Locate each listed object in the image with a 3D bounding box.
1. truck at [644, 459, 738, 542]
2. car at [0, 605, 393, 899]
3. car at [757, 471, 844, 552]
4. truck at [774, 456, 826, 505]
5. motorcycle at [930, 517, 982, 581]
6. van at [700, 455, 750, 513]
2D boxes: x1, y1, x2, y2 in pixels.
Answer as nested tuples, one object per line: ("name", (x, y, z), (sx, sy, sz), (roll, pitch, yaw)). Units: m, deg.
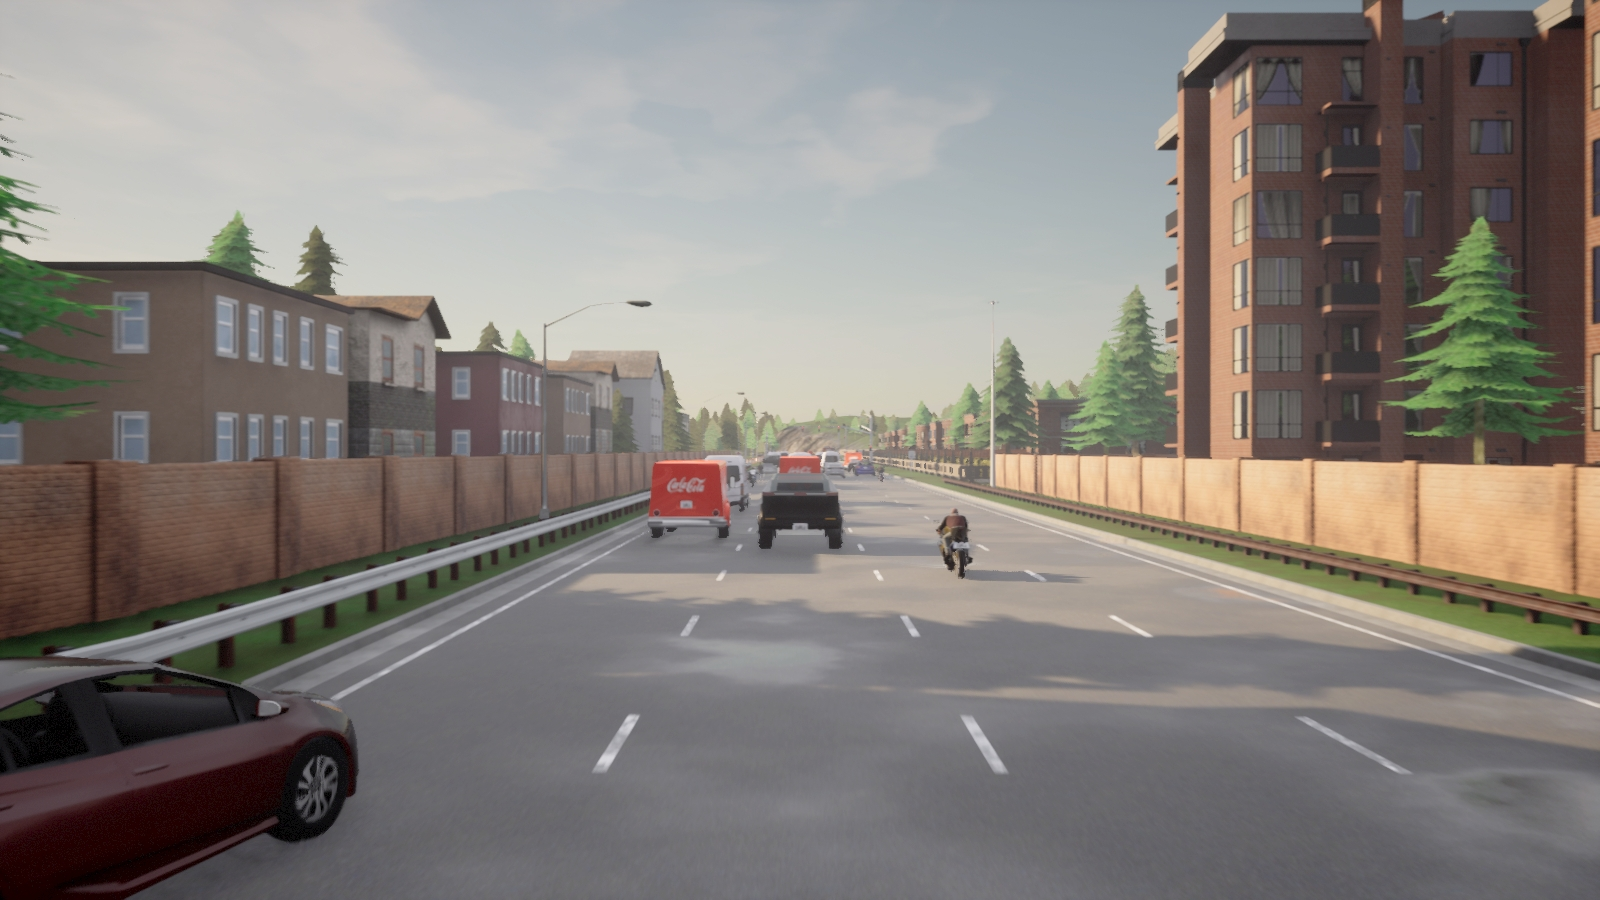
("truck", (-3.498, 1.571, 37.707), (2.627, 2.467, 5.204), (0, 0, 0))
("car", (-4.673, 2.040, 7.018), (2.007, 1.525, 4.514), (0, 0, 12))
("car", (0.004, 1.754, 34.429), (2.390, 2.098, 6.274), (0, 0, 0))
("truck", (0.001, 1.568, 60.869), (2.627, 2.467, 5.204), (0, 0, 0))
("motorcycle", (3.502, 2.205, 25.842), (0.867, 1.251, 2.209), (0, 0, 0))
("van", (-3.504, 1.535, 54.474), (1.988, 2.561, 5.915), (0, 0, 0))
